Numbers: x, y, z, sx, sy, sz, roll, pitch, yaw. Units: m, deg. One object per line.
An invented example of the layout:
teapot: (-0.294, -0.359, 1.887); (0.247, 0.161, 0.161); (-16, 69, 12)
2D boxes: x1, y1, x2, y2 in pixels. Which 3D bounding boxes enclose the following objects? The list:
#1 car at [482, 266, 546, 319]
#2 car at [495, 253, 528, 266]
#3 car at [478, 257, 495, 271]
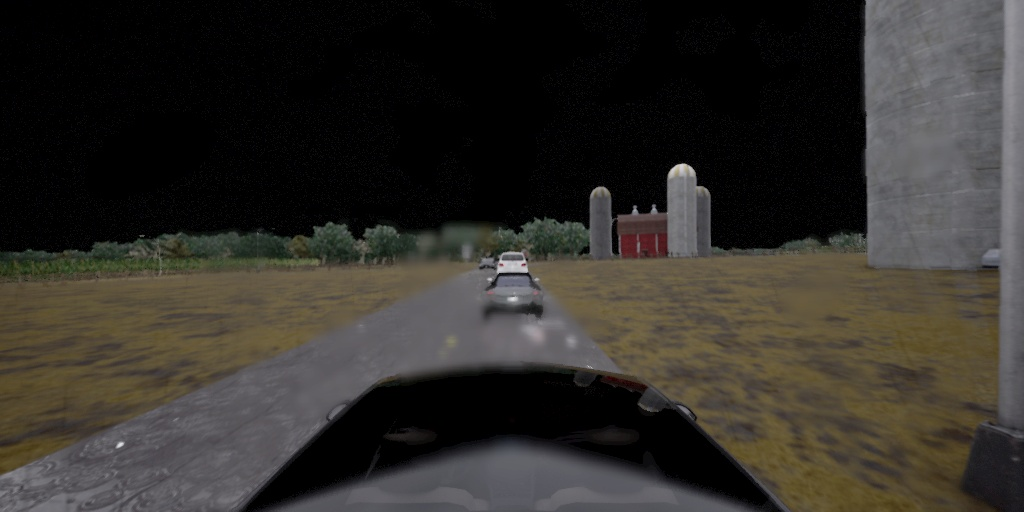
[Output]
car: (0.063, 1.230, 12.482); (1.994, 1.385, 4.181); (0, 0, 0)
car: (0.062, 0.747, 27.679); (2.150, 2.045, 5.566); (0, 1, 0)
car: (-2.823, 0.924, 42.051); (1.837, 1.490, 4.892); (0, 0, 0)
